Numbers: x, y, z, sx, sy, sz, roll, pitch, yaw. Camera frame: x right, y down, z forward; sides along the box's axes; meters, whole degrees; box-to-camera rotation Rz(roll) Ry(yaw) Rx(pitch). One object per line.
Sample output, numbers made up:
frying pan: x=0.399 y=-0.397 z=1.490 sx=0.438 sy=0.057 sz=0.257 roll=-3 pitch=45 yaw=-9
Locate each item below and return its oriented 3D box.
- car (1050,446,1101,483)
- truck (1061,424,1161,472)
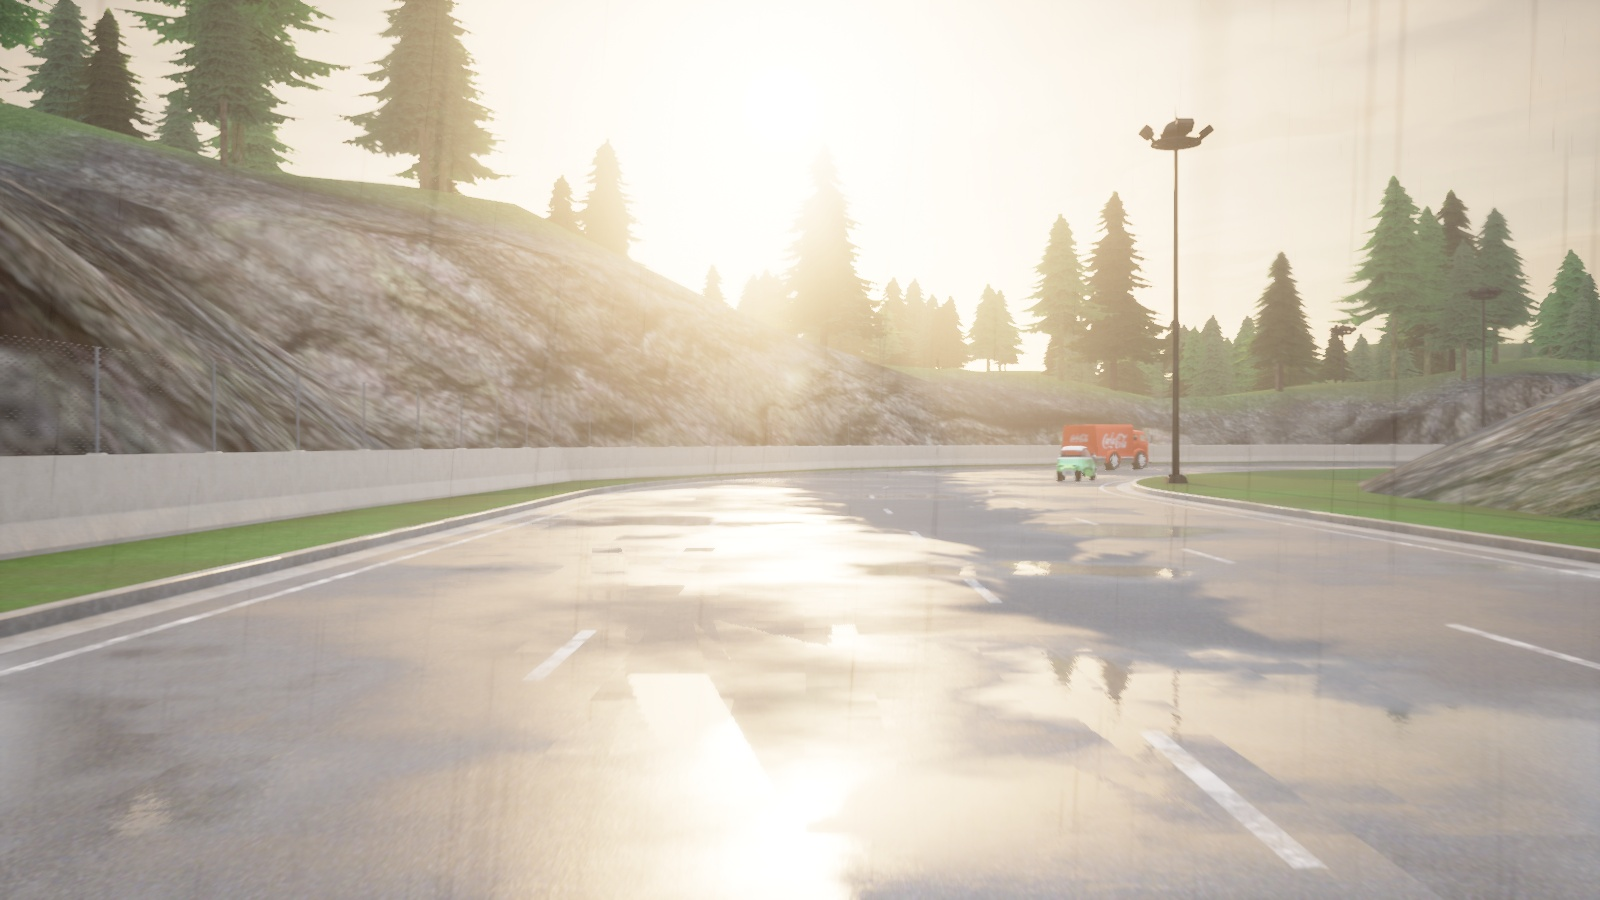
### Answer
car: x=10.715 y=0.535 z=48.812 sx=1.481 sy=1.376 sz=2.207 roll=0 pitch=0 yaw=24
truck: x=16.860 y=-0.110 z=68.008 sx=5.204 sy=2.467 sz=2.627 roll=0 pitch=0 yaw=-40
